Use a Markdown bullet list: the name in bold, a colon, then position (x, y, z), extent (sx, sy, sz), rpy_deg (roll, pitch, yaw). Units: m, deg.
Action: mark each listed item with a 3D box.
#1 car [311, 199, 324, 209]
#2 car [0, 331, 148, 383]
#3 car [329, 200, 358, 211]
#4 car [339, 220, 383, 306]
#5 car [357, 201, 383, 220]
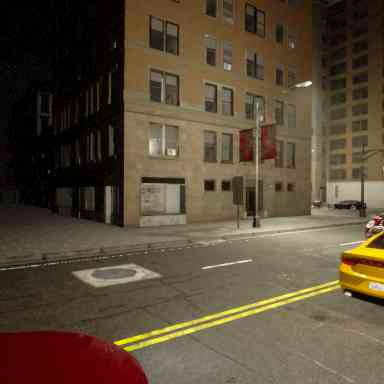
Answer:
- **car**: position (15.549, 1.582, 44.926), extent (2.008, 1.369, 4.403), rpy_deg (0, 0, -35)
- **car**: position (-2.426, 1.526, 1.708), extent (4.674, 1.442, 1.812), rpy_deg (0, 0, -36)
- **car**: position (18.826, 1.597, 40.308), extent (1.947, 1.339, 4.313), rpy_deg (0, 0, -35)
- **car**: position (5.201, 1.478, 7.170), extent (5.008, 1.535, 1.882), rpy_deg (0, 0, -35)
- **car**: position (9.562, 1.354, 14.544), extent (4.553, 1.767, 2.097), rpy_deg (0, 0, -36)
